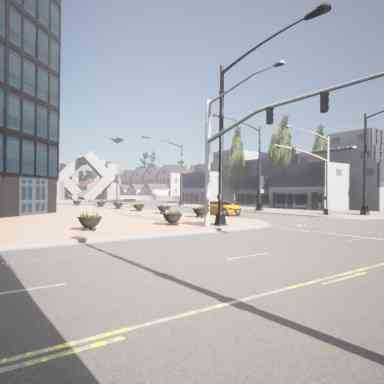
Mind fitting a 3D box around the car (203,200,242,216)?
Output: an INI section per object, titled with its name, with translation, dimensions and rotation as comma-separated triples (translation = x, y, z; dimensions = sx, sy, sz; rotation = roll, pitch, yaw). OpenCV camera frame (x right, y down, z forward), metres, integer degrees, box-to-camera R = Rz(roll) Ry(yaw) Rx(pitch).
[car]
translation = 2.956, 1.563, 33.648
dimensions = 1.882, 1.535, 5.008
rotation = 1, -1, -35
